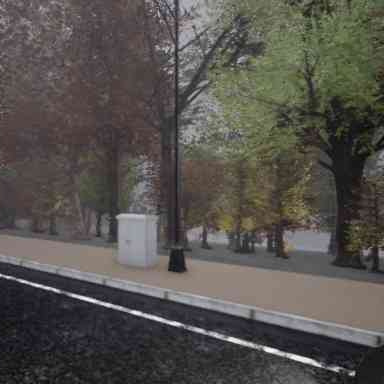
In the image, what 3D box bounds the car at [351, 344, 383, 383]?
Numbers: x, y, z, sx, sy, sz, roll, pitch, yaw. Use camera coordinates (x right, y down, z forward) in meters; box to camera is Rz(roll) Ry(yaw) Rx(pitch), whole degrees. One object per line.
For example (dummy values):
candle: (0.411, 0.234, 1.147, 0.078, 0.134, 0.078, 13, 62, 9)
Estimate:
car: (2.935, 1.548, 1.592, 4.181, 1.385, 1.994, -1, 0, 36)
